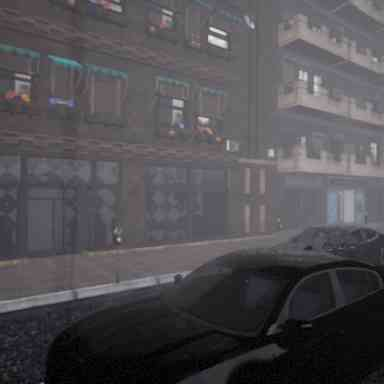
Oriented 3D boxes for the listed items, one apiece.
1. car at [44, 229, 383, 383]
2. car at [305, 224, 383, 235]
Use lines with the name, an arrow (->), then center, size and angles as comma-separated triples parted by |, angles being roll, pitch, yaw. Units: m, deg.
car -> 0.916, 1.493, 4.038 | 5.008, 1.535, 1.882 | 0, 0, -36
car -> 3.975, 1.609, 9.413 | 4.313, 1.339, 1.947 | 0, 0, -36
